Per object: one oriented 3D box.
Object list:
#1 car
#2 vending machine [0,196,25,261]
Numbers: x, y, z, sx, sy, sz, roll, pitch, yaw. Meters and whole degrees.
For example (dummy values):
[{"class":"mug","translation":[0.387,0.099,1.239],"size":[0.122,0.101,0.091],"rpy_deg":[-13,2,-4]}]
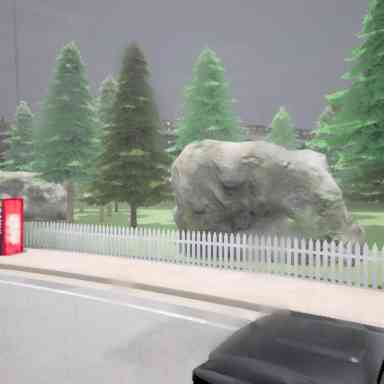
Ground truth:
[{"class":"car","translation":[2.236,1.601,2.046],"size":[4.718,1.301,1.895],"rpy_deg":[0,0,37]},{"class":"vending machine","translation":[-6.510,1.195,11.400],"size":[0.880,2.100,1.100],"rpy_deg":[0,0,21]}]
